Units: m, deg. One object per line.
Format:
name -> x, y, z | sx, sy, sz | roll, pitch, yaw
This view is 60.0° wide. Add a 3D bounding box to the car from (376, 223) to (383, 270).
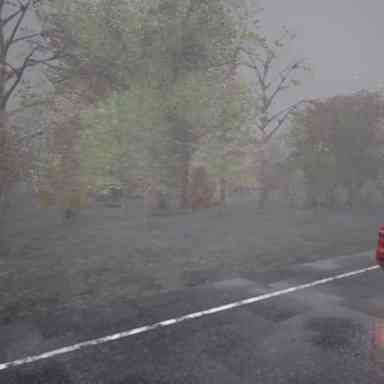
car -> 7.081, 1.216, 8.798 | 5.566, 2.045, 2.150 | 0, 0, -35
